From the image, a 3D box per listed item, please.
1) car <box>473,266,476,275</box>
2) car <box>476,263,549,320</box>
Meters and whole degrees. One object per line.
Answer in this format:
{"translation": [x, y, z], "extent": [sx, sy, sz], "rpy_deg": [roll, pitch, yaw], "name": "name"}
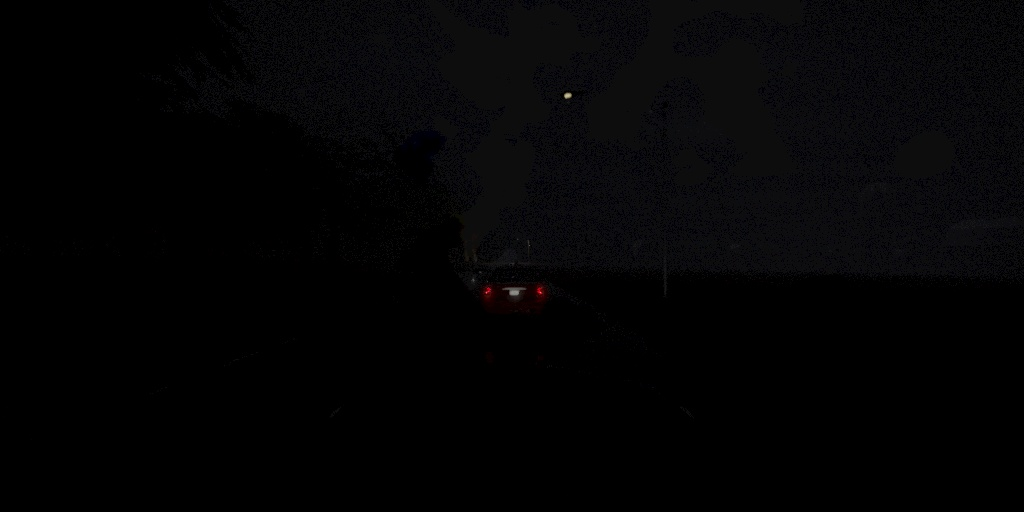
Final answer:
{"translation": [-3.593, 1.523, 42.959], "extent": [1.895, 1.301, 4.718], "rpy_deg": [0, 0, 0], "name": "car"}
{"translation": [0.086, 1.125, 12.781], "extent": [2.097, 1.767, 4.553], "rpy_deg": [0, 0, 0], "name": "car"}
